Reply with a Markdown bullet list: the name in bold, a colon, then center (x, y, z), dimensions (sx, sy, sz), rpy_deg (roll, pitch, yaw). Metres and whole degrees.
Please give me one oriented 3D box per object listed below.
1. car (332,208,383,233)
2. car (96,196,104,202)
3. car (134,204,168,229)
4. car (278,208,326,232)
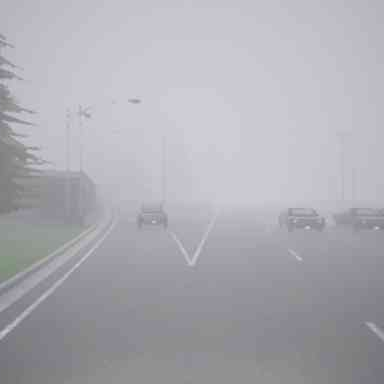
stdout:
- **car**: center (9.853, 1.579, 19.531), dimensions (1.895, 1.301, 4.718), rpy_deg (0, 0, 6)
- **car**: center (-22.829, 1.660, 81.213), dimensions (1.994, 1.385, 4.181), rpy_deg (0, 0, -27)
- **car**: center (-2.683, 1.511, 21.701), dimensions (2.128, 1.511, 4.902), rpy_deg (0, 0, -11)
- **car**: center (6.372, 1.590, 19.896), dimensions (1.895, 1.301, 4.718), rpy_deg (0, 0, 6)
